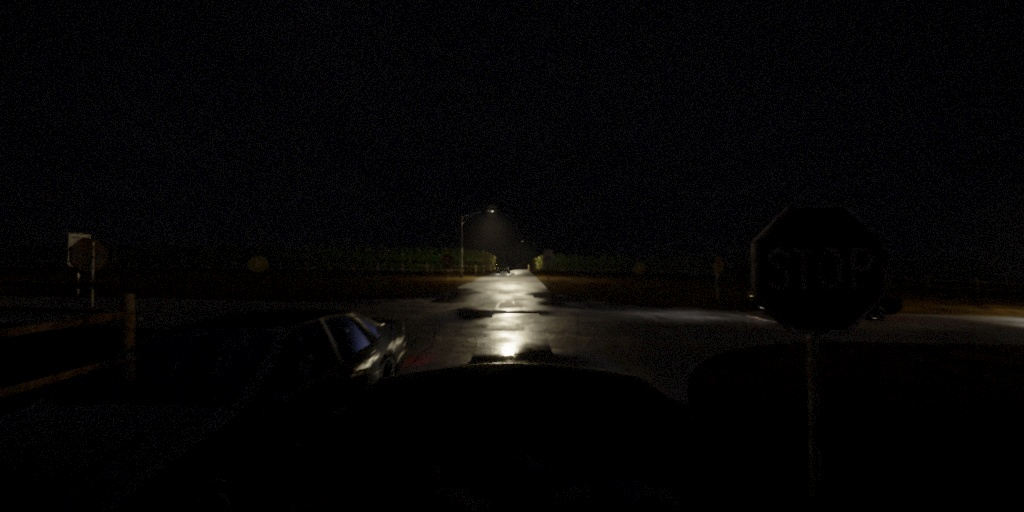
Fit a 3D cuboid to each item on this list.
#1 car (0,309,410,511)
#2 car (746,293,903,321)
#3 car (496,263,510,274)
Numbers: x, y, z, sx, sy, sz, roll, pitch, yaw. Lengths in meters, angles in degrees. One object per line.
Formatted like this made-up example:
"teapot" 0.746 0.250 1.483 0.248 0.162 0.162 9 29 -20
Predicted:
"car" -2.664 1.330 3.738 2.033 1.411 5.357 0 -1 1
"car" 11.954 1.743 13.989 4.718 1.301 1.895 1 -1 0
"car" -1.384 1.851 57.379 2.097 1.767 4.553 0 -1 1
